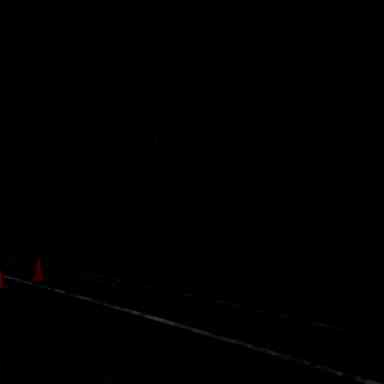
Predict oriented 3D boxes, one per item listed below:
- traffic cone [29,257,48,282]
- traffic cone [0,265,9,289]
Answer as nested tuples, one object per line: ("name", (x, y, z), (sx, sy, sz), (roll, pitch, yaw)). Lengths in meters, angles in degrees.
("traffic cone", (-4.081, 2.040, 8.859), (0.340, 0.580, 0.340), (-1, -1, 36))
("traffic cone", (-4.673, 2.033, 8.055), (0.340, 0.580, 0.340), (-1, -1, 36))
